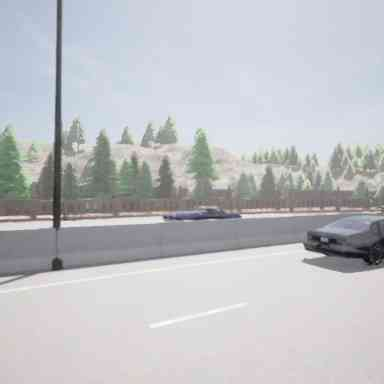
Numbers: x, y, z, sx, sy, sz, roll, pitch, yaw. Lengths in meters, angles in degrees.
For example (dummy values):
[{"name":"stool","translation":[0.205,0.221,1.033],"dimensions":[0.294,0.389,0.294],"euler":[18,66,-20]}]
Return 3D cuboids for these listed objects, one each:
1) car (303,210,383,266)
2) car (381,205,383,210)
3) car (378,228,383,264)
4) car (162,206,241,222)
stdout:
[{"name":"car","translation":[6.302,1.519,11.383],"dimensions":[5.357,1.411,2.033],"euler":[0,0,-27]},{"name":"car","translation":[20.648,1.348,32.028],"dimensions":[4.553,1.767,2.097],"euler":[0,0,-15]},{"name":"car","translation":[6.407,1.547,7.397],"dimensions":[4.181,1.385,1.994],"euler":[0,0,-29]},{"name":"car","translation":[0.561,1.536,20.386],"dimensions":[4.718,1.301,1.895],"euler":[0,0,-28]}]
